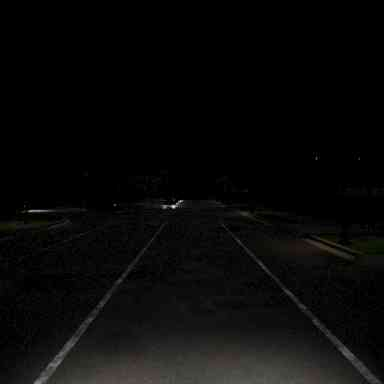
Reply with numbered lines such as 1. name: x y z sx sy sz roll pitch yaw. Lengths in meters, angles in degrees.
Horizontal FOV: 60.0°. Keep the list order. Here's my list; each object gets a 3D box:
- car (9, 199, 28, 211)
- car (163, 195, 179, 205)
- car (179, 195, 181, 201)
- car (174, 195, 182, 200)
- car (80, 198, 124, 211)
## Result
1. car: -20.750 1.408 37.239 4.181 1.385 1.994 0 0 0
2. car: -3.847 1.352 58.193 2.097 1.767 4.553 0 0 0
3. car: -3.830 1.564 67.319 1.994 1.385 4.181 0 0 1
4. car: -3.928 1.517 93.997 1.895 1.301 4.718 0 0 0
5. car: -10.656 1.461 39.430 5.357 1.411 2.033 0 0 24
